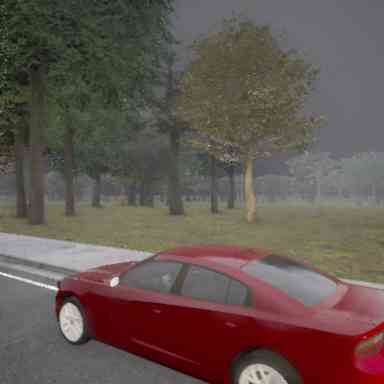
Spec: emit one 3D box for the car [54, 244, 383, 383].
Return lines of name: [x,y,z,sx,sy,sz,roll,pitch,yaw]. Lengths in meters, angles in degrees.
car: [0.059,1.491,4.717,5.008,1.535,1.882,0,0,35]
